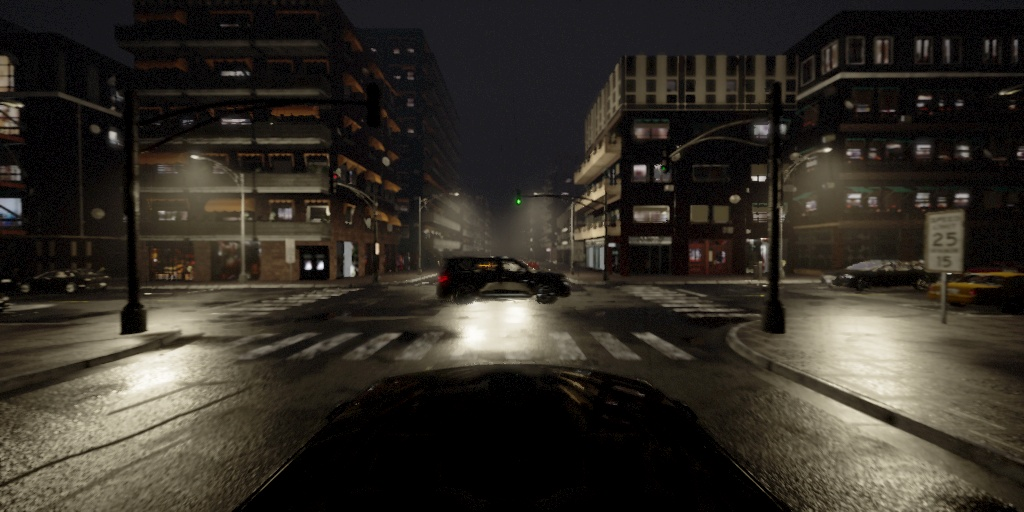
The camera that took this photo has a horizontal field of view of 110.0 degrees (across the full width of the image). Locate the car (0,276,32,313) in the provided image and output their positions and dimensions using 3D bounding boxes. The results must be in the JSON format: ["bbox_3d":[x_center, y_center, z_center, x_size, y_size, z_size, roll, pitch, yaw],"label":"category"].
[{"bbox_3d":[-20.710,1.529,12.749,4.403,1.370,2.007,0,0,0],"label":"car"}]

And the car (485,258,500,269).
[{"bbox_3d":[-3.027,1.151,56.522,2.128,1.511,4.902,0,0,1],"label":"car"}]

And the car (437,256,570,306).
[{"bbox_3d":[-0.369,1.033,15.258,5.566,2.045,2.150,-1,1,0],"label":"car"}]

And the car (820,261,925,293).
[{"bbox_3d":[18.558,1.003,18.237,4.902,1.511,2.128,-1,1,0],"label":"car"}]

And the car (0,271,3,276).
[{"bbox_3d":[-31.873,1.522,21.170,4.313,1.339,1.948,0,0,0],"label":"car"}]

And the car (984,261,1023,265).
[{"bbox_3d":[28.615,0.963,20.821,4.207,1.307,1.802,0,0,0],"label":"car"}]

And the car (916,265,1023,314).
[{"bbox_3d":[17.400,1.145,12.338,4.829,1.417,1.751,0,0,0],"label":"car"}]

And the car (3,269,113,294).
[{"bbox_3d":[-26.247,1.449,21.133,4.403,1.370,2.007,0,0,0],"label":"car"}]
